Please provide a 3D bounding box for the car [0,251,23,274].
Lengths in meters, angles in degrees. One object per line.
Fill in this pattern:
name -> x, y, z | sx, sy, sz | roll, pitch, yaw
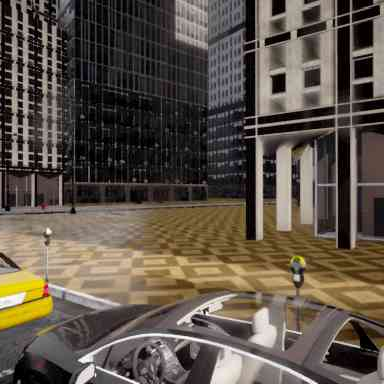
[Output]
car -> -4.498, 1.525, 6.087 | 4.829, 1.417, 1.752 | 0, 0, 36

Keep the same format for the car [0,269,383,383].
car -> 0.256, 1.551, 2.694 | 4.403, 1.369, 2.008 | 0, 0, 36
